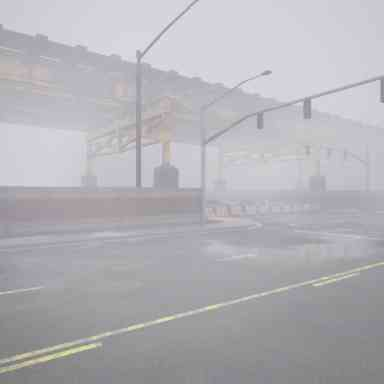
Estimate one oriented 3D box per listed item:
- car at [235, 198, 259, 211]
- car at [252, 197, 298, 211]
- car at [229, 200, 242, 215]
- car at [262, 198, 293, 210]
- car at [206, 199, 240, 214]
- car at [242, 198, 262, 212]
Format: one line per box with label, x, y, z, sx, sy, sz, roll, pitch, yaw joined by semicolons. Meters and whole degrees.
car;6.100;1.295;36.442;1.853;1.218;4.536;0;0;18
car;9.995;1.453;40.152;4.974;1.542;2.038;0;0;-7
car;2.339;1.453;33.708;4.974;1.542;2.038;0;0;8
car;9.944;1.295;40.145;4.536;1.218;1.853;0;0;-7
car;2.288;1.295;33.715;4.536;1.218;1.853;0;0;8
car;6.084;1.453;36.393;2.038;1.542;4.974;0;0;18
